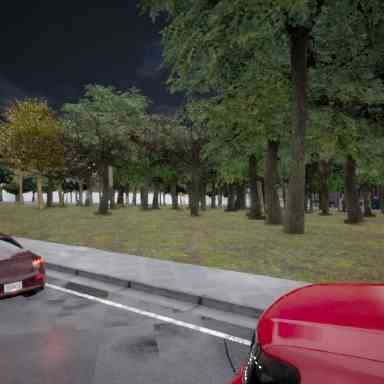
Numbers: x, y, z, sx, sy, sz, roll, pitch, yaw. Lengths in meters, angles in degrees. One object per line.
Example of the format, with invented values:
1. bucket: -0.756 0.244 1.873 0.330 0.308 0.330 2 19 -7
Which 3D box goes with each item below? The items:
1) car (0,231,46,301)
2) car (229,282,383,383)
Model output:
1. car: -5.050 1.525 7.272 4.674 1.442 1.812 0 0 36
2. car: 2.907 1.222 1.612 5.566 2.045 2.150 0 0 35
